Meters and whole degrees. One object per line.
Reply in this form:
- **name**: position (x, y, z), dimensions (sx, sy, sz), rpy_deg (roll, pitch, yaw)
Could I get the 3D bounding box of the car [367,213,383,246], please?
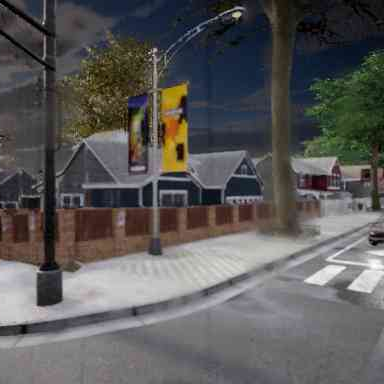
- **car**: position (9.390, 1.605, 15.106), dimensions (2.033, 1.411, 5.357), rpy_deg (0, 0, 37)
